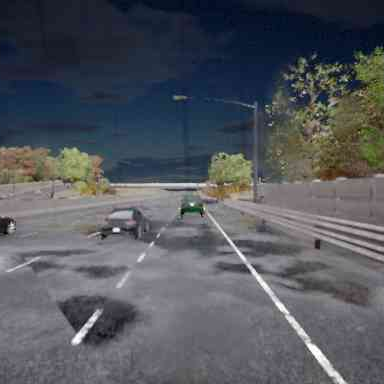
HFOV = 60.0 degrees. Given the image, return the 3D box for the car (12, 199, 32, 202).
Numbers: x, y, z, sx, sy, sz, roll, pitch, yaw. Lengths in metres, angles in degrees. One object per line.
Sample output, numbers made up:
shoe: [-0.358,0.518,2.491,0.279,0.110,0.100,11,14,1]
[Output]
car: [-21.001,1.605,40.867,1.837,1.490,4.892,0,-1,0]

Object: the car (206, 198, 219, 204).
car: [4.347,2.031,71.142,1.895,1.301,4.718,0,-1,20]

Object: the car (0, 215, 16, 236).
car: [-10.397,1.534,15.969,1.837,1.490,4.892,0,0,0]

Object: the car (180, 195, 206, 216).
car: [0.003,1.292,32.950,2.150,2.045,5.566,0,0,0]

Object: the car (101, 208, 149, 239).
car: [-3.401,1.557,17.296,1.812,1.442,4.674,0,0,0]
